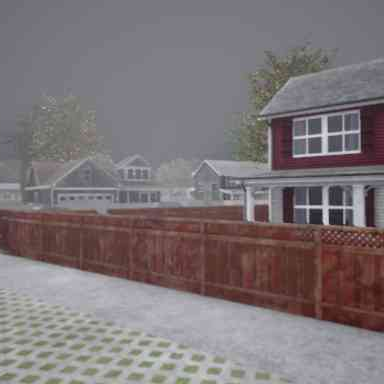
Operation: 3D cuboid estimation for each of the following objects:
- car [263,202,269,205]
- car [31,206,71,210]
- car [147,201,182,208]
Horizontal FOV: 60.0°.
[{"bbox_3d":[8.525,1.781,35.517,4.892,1.490,1.837,0,-1,-33],"label":"car"},{"bbox_3d":[-10.100,1.717,22.462,4.892,1.490,1.837,0,-1,-37],"label":"car"},{"bbox_3d":[-2.718,1.593,27.865,4.553,1.767,2.097,0,-1,-35],"label":"car"}]
